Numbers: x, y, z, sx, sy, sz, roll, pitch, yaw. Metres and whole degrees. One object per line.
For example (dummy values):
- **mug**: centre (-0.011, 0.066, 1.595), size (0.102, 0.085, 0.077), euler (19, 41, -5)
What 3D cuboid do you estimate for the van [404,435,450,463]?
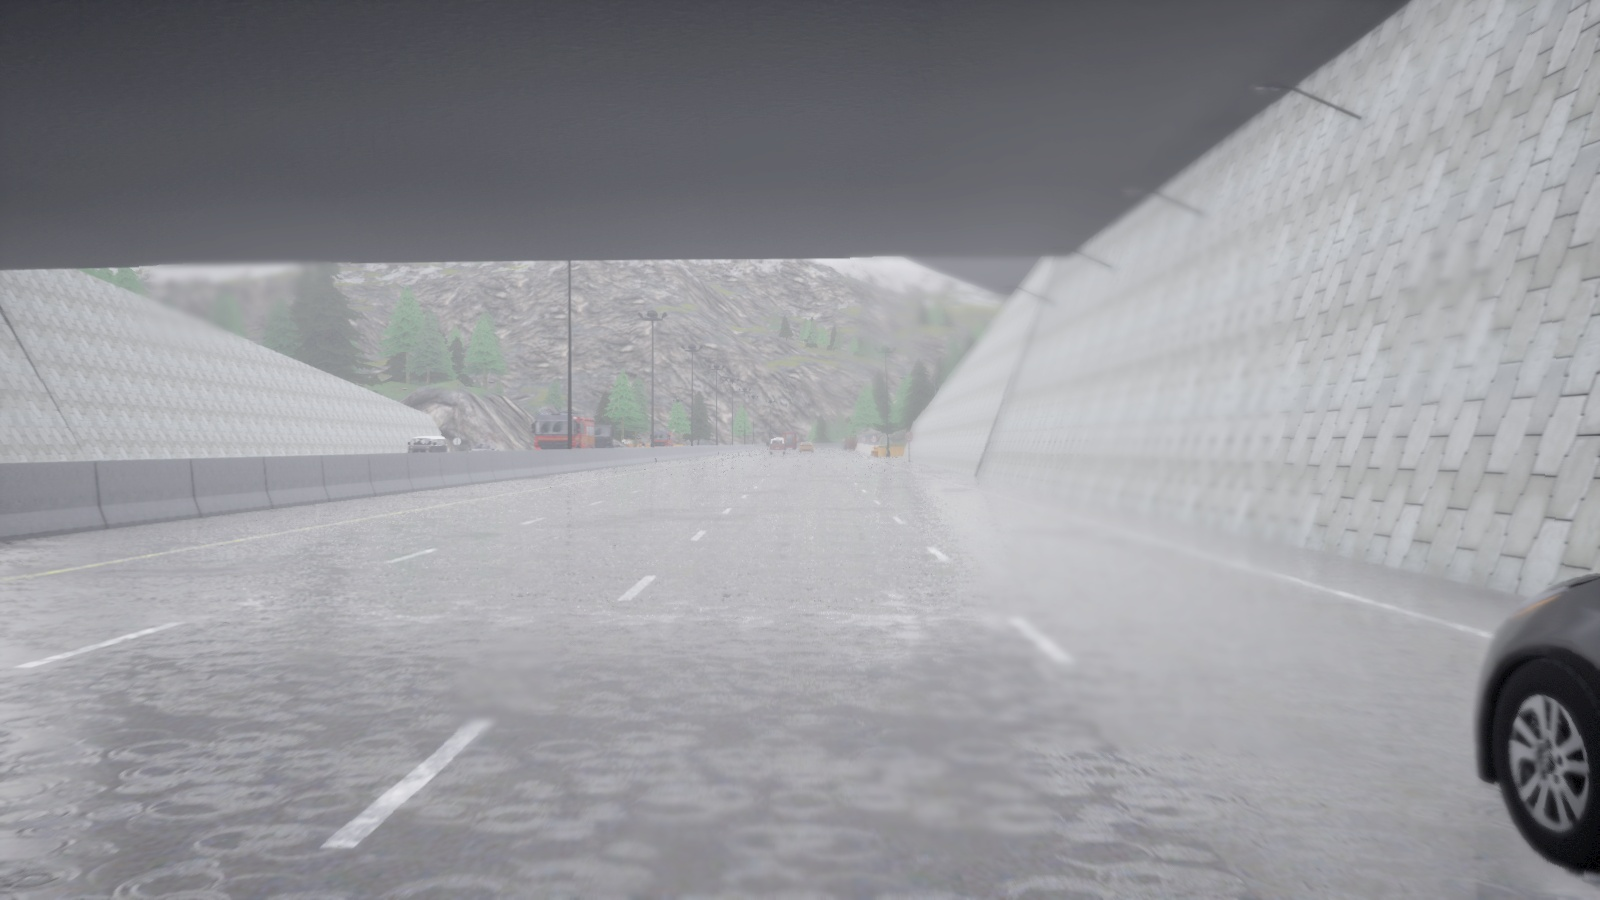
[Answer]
- **van**: centre (-27.394, -0.072, 92.402), size (2.069, 2.038, 4.480), euler (0, 0, 0)

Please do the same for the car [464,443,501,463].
- **car**: centre (-23.879, 0.209, 94.657), size (1.845, 1.501, 3.633), euler (0, 0, 0)

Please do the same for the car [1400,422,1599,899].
- **car**: centre (3.533, 0.679, 3.053), size (2.007, 1.525, 4.514), euler (0, 0, 0)

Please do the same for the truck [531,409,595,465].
- **truck**: centre (-16.909, -0.939, 90.170), size (2.891, 3.827, 8.468), euler (0, 0, 1)
